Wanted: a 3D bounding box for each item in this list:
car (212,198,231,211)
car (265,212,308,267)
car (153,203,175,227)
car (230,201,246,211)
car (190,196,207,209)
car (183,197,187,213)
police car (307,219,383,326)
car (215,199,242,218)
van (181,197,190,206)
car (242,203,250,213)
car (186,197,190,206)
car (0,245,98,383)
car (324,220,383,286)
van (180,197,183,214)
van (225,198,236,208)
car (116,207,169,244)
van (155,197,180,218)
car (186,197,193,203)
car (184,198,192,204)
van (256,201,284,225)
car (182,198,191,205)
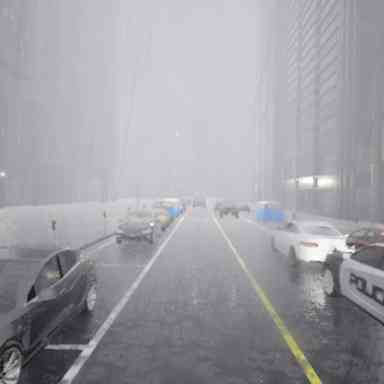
[{"bbox_3d":[3.968,1.944,45.438,1.837,1.490,4.892,1,0,1],"label":"car"},{"bbox_3d":[4.098,1.699,11.880,1.812,1.442,4.674,1,0,1],"label":"car"},{"bbox_3d":[-2.345,1.655,21.674,1.752,1.417,4.829,1,0,1],"label":"car"},{"bbox_3d":[6.823,2.109,49.848,1.802,1.307,4.206,1,0,1],"label":"car"},{"bbox_3d":[1.212,1.691,56.047,2.150,2.045,5.566,1,0,1],"label":"car"},{"bbox_3d":[-1.954,1.713,38.762,1.967,1.590,4.097,1,0,1],"label":"car"},{"bbox_3d":[3.965,1.549,5.993,1.930,1.638,5.238,1,0,1],"label":"police car"},{"bbox_3d":[3.773,1.855,34.794,1.837,1.490,4.892,1,0,2],"label":"car"},{"bbox_3d":[-1.309,1.849,66.960,1.690,1.788,3.998,1,0,1],"label":"van"},{"bbox_3d":[6.694,2.062,44.209,1.802,1.307,4.206,1,0,1],"label":"car"},{"bbox_3d":[-1.823,1.635,44.403,2.192,1.841,5.009,1,0,1],"label":"car"},{"bbox_3d":[-2.728,1.555,4.927,1.947,1.339,4.313,1,0,1],"label":"car"},{"bbox_3d":[5.923,1.740,10.375,1.887,1.381,4.507,1,0,1],"label":"car"},{"bbox_3d":[-2.081,1.567,33.124,1.690,1.788,3.998,1,0,1],"label":"van"},{"bbox_3d":[7.084,1.962,61.128,1.690,1.788,3.998,1,0,1],"label":"van"},{"bbox_3d":[-2.470,1.634,16.205,2.008,1.369,4.403,1,0,1],"label":"car"},{"bbox_3d":[-2.210,1.519,27.485,1.690,1.788,3.998,1,0,1],"label":"van"},{"bbox_3d":[-0.666,2.179,95.154,1.967,1.590,4.097,1,0,1],"label":"car"},{"bbox_3d":[-0.926,2.213,83.875,1.947,1.339,4.313,1,0,1],"label":"car"},{"bbox_3d":[6.312,1.679,27.294,1.690,1.788,3.998,1,0,1],"label":"van"},{"bbox_3d":[-1.183,2.099,72.597,1.887,1.381,4.507,1,0,1],"label":"car"}]
